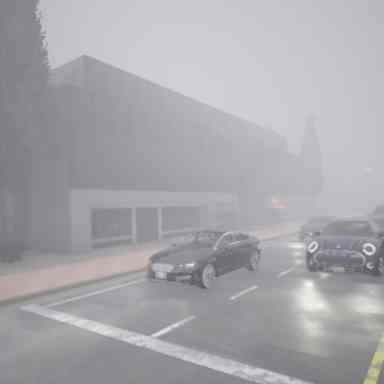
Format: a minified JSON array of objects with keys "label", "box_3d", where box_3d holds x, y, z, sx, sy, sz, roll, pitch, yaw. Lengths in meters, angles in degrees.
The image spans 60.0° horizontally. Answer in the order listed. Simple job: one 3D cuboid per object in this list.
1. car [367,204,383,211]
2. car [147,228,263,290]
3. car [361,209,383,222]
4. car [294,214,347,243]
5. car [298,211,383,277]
[{"label":"car","box_3d":[12.867,1.795,21.453,2.150,2.045,5.566,-4,-3,37]},{"label":"car","box_3d":[0.621,1.984,10.815,2.128,1.511,4.902,-4,-3,36]},{"label":"car","box_3d":[20.566,2.653,37.502,1.895,1.301,4.718,-4,-3,37]},{"label":"car","box_3d":[8.298,2.216,21.145,1.837,1.490,4.892,-4,-3,37]},{"label":"car","box_3d":[5.532,1.717,11.596,2.097,1.767,4.553,-4,-3,34]}]
